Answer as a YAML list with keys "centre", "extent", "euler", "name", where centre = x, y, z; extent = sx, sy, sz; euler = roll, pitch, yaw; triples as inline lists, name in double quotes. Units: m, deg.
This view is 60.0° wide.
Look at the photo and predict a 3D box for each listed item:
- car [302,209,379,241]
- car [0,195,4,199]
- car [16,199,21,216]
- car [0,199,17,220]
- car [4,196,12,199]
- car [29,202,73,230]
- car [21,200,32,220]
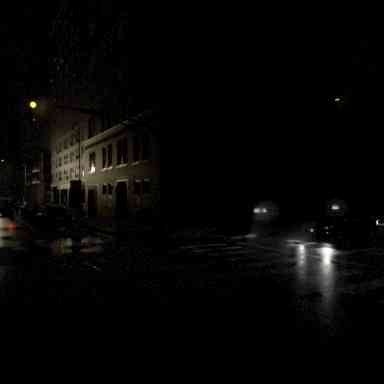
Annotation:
- centre: [7.930, 1.668, 17.625]
  extent: [4.892, 1.490, 1.837]
  euler: [0, -1, -33]
  name: "car"
- centre: [-29.490, 1.548, 53.751]
  extent: [2.008, 1.369, 4.403]
  euler: [1, 0, -32]
  name: "car"
- centre: [-14.709, 1.552, 30.379]
  extent: [2.008, 1.369, 4.403]
  euler: [1, 0, -32]
  name: "car"
- centre: [-15.765, 1.527, 27.256]
  extent: [1.812, 1.442, 4.674]
  euler: [0, 0, -32]
  name: "car"
- centre: [-23.578, 1.566, 44.403]
  extent: [1.947, 1.339, 4.313]
  euler: [1, 0, -32]
  name: "car"
- centre: [-8.797, 1.568, 21.031]
  extent: [1.947, 1.339, 4.313]
  euler: [1, 0, -32]
  name: "car"
- centre: [-11.753, 1.546, 25.705]
  extent: [1.887, 1.381, 4.507]
  euler: [1, 0, -32]
  name: "car"
